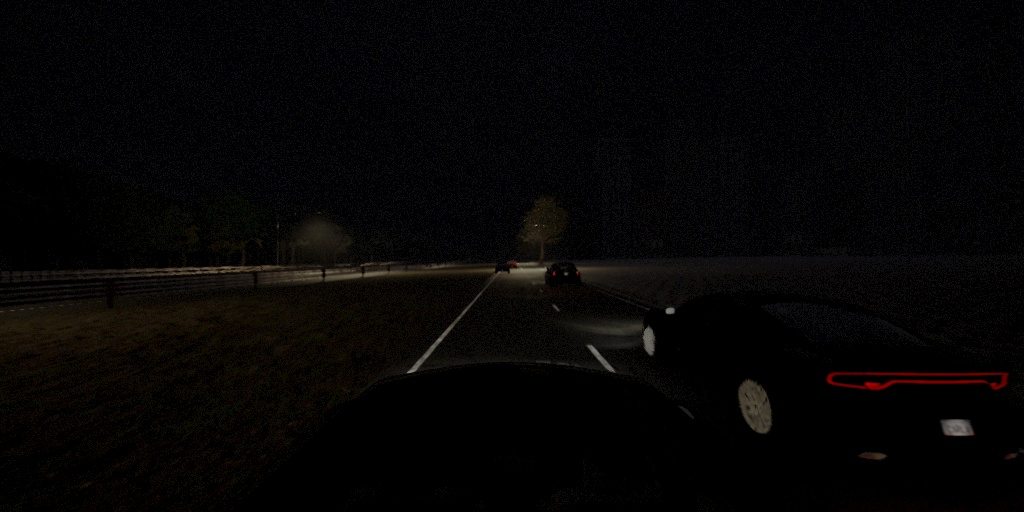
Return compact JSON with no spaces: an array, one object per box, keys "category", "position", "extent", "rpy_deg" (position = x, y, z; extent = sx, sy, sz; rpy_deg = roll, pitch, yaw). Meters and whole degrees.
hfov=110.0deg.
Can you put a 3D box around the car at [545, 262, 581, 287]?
[{"category":"car","position":[3.603,1.223,25.936],"extent":[2.097,1.767,4.553],"rpy_deg":[0,0,0]}]

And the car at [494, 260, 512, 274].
[{"category":"car","position":[-1.219,1.518,46.464],"extent":[1.812,1.442,4.674],"rpy_deg":[0,0,0]}]

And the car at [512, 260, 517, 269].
[{"category":"car","position":[0.010,1.605,64.679],"extent":[1.882,1.535,5.008],"rpy_deg":[0,0,0]}]

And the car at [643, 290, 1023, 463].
[{"category":"car","position":[3.603,1.246,5.378],"extent":[1.882,1.535,5.008],"rpy_deg":[0,0,0]}]
